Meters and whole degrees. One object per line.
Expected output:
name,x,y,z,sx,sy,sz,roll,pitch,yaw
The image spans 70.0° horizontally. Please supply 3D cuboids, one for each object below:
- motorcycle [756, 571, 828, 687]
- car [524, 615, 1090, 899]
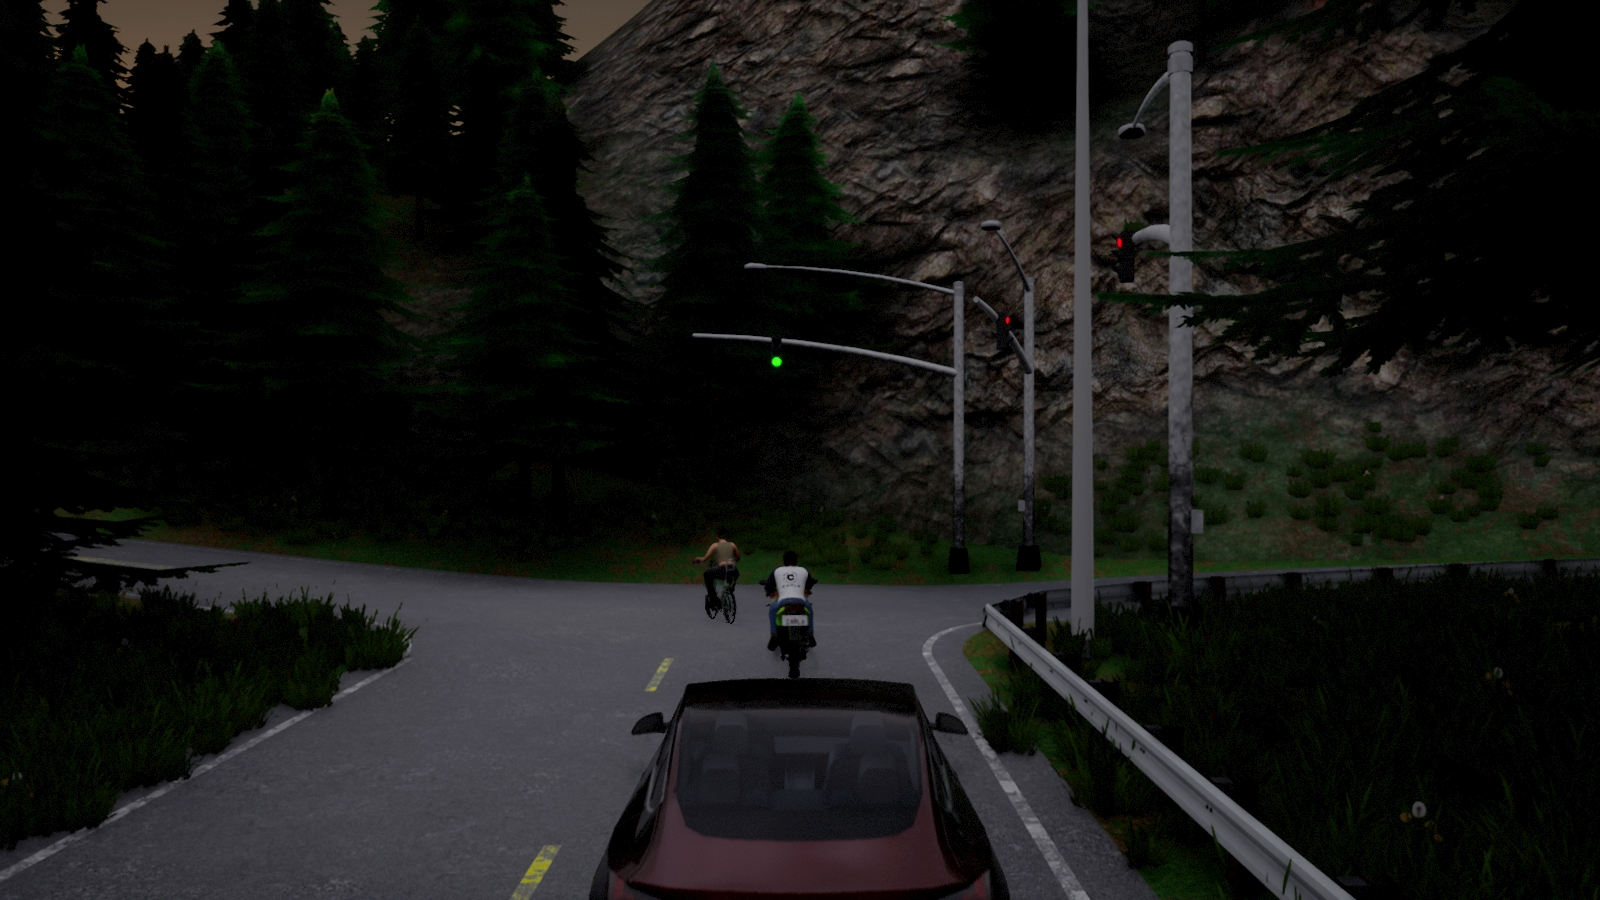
motorcycle,-0.133,2.219,14.479,0.803,1.145,2.033,0,0,-3
car,0.027,2.066,6.756,2.163,1.488,4.792,0,0,0
